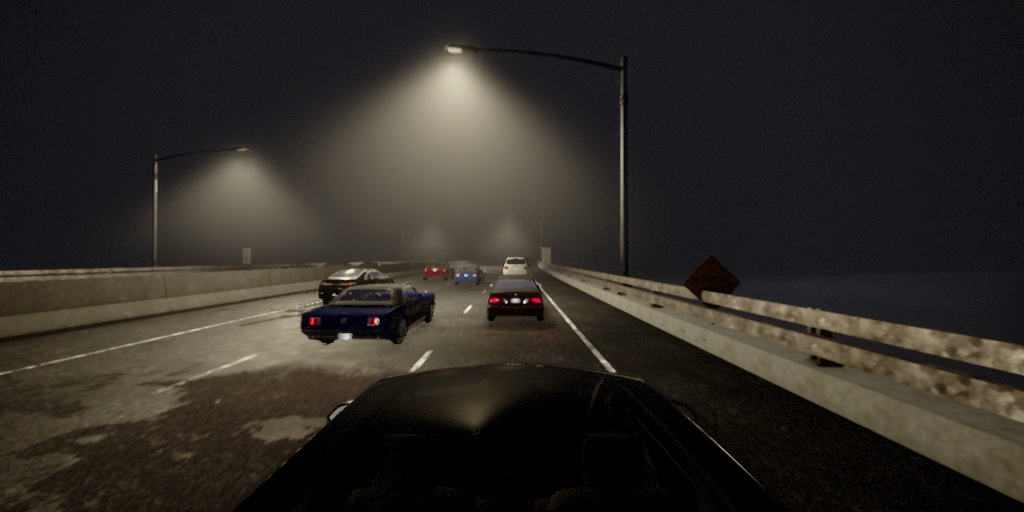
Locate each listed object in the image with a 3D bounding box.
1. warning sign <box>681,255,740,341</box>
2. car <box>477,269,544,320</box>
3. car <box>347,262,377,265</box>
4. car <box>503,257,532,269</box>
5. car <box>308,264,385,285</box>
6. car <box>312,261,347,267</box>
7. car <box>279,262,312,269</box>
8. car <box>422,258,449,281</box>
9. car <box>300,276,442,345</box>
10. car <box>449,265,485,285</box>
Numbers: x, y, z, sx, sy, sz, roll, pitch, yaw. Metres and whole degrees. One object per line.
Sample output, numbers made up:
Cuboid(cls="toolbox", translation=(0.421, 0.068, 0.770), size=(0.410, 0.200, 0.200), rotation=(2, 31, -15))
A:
Cuboid(cls="warning sign", translation=(4.562, 0.899, 8.174), size=(1.300, 1.860, 1.060), rotation=(0, 0, 0))
Cuboid(cls="car", translation=(0.129, 1.356, 12.910), size=(2.033, 1.411, 5.357), rotation=(0, 0, 1))
Cuboid(cls="car", translation=(-17.096, 1.459, 42.430), size=(1.882, 1.535, 5.008), rotation=(0, 0, 2))
Cuboid(cls="car", translation=(0.378, 1.140, 32.237), size=(2.150, 2.045, 5.566), rotation=(0, 0, 1))
Cuboid(cls="car", translation=(-6.836, 1.320, 16.349), size=(2.128, 1.511, 4.902), rotation=(0, 0, 1))
Cuboid(cls="car", translation=(-20.611, 1.329, 41.745), size=(2.097, 1.767, 4.553), rotation=(0, 0, 1))
Cuboid(cls="car", translation=(-24.146, 1.461, 40.416), size=(2.128, 1.511, 4.902), rotation=(0, 0, 1))
Cuboid(cls="car", translation=(-6.608, 1.276, 33.061), size=(2.097, 1.767, 4.553), rotation=(0, 0, 1))
Cuboid(cls="car", translation=(-3.408, 1.391, 9.625), size=(1.895, 1.301, 4.718), rotation=(0, 0, 1))
Cuboid(cls="car", translation=(-3.205, 1.441, 27.876), size=(2.033, 1.411, 5.357), rotation=(0, 0, 1))
